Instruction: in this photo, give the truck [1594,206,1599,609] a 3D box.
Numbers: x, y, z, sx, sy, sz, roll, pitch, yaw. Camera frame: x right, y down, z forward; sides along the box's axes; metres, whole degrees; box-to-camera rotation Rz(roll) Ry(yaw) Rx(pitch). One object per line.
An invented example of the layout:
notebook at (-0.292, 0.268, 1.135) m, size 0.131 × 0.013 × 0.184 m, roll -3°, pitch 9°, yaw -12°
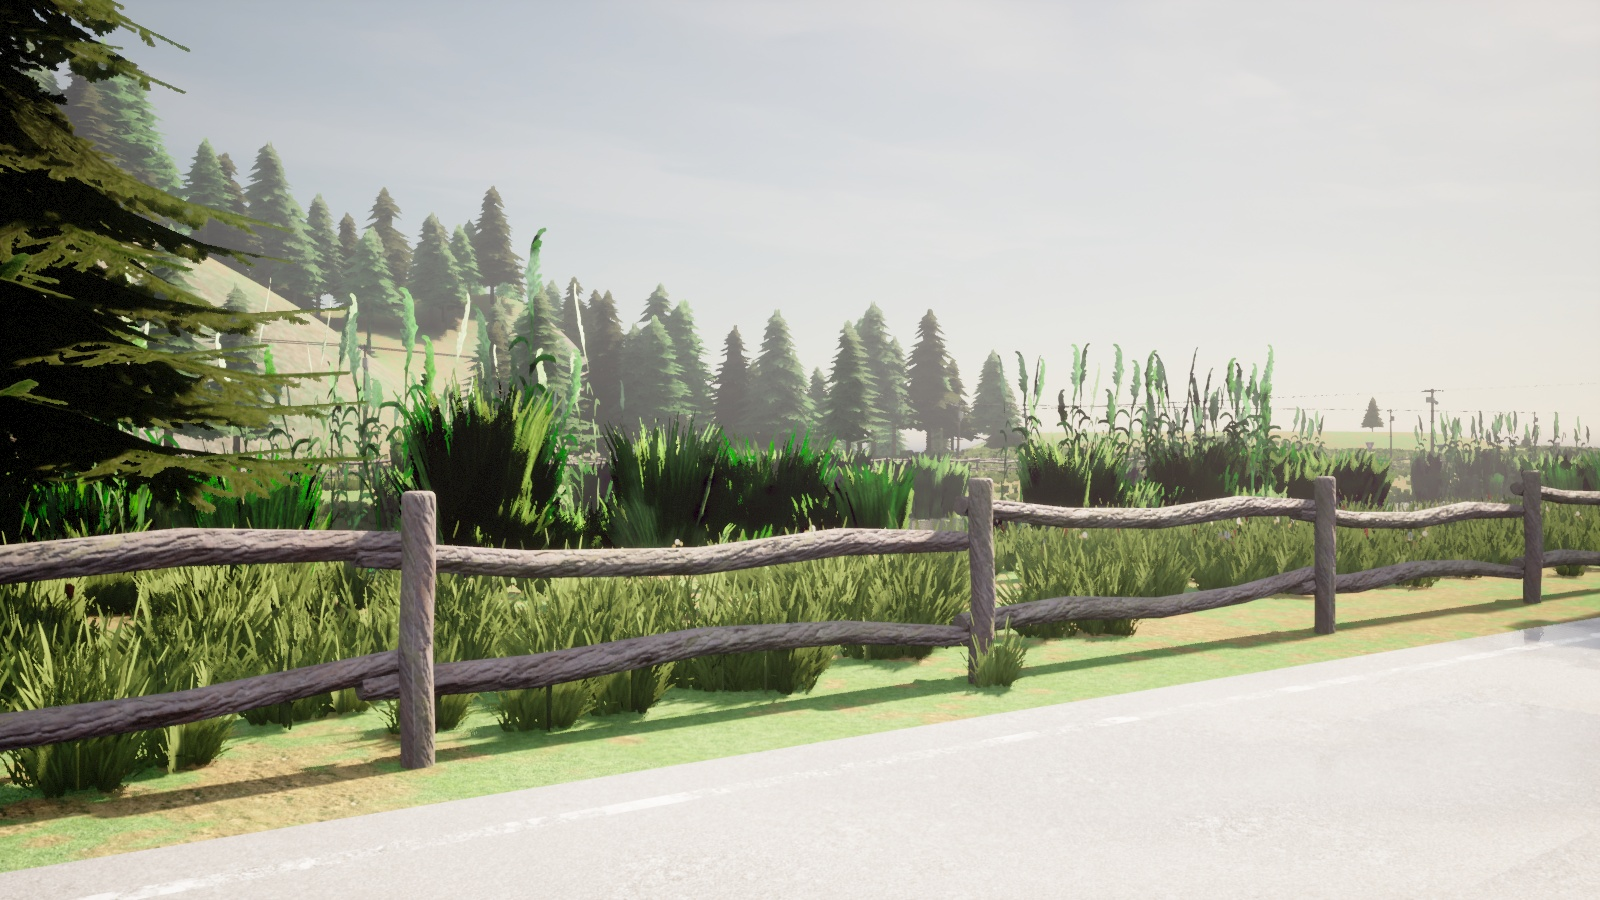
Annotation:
truck at (11.954, -0.412, 12.854) m, size 8.468 × 3.827 × 2.891 m, roll 0°, pitch 0°, yaw -30°
